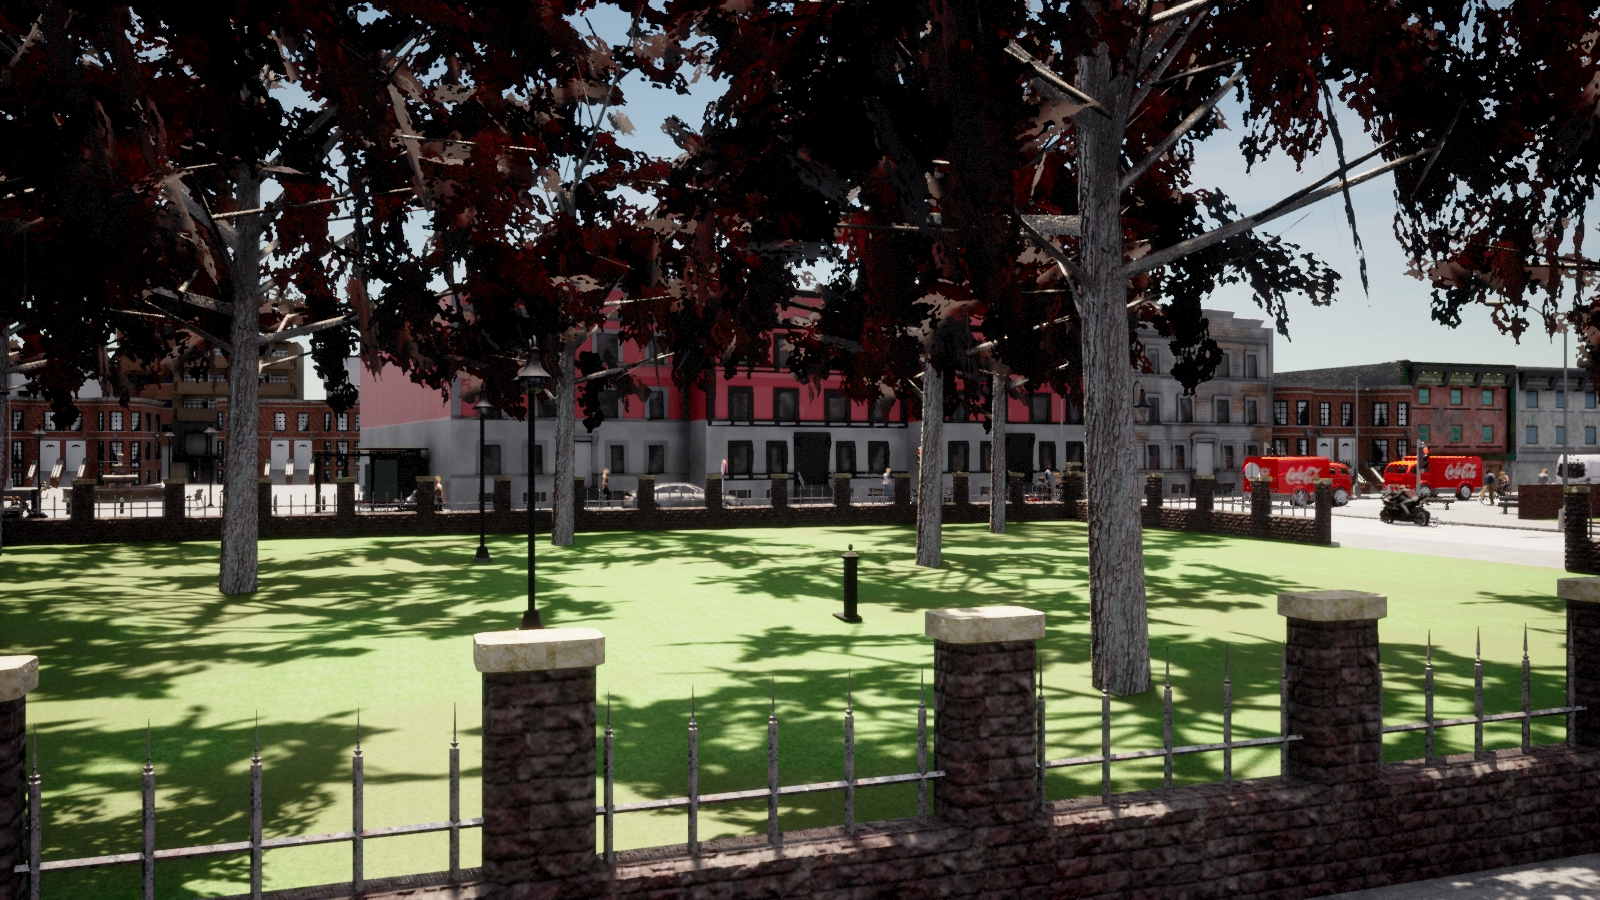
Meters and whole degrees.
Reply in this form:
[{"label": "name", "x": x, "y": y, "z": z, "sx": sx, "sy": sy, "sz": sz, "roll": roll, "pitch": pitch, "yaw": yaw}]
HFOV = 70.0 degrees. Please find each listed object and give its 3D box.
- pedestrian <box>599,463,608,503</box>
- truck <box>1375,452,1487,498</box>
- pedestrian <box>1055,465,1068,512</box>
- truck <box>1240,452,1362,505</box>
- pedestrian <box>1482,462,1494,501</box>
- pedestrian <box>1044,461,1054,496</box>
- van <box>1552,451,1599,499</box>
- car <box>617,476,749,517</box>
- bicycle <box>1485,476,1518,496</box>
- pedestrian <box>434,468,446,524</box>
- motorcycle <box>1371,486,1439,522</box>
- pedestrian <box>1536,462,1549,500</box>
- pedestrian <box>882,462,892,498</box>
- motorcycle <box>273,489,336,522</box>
[{"label": "pedestrian", "x": -9.221, "y": 1.524, "z": 53.638, "sx": 0.375, "sy": 1.860, "sz": 0.375, "roll": 0, "pitch": 0, "yaw": -18}, {"label": "truck", "x": 35.004, "y": 1.348, "z": 63.458, "sx": 5.204, "sy": 2.467, "sz": 2.627, "roll": 0, "pitch": 0, "yaw": -19}, {"label": "pedestrian", "x": 10.406, "y": 1.525, "z": 45.531, "sx": 0.375, "sy": 1.860, "sz": 0.375, "roll": 0, "pitch": 0, "yaw": -15}, {"label": "truck", "x": 24.642, "y": 1.349, "z": 56.190, "sx": 5.204, "sy": 2.467, "sz": 2.627, "roll": 0, "pitch": 0, "yaw": -22}, {"label": "pedestrian", "x": 32.959, "y": 1.517, "z": 54.733, "sx": 0.375, "sy": 1.860, "sz": 0.375, "roll": 0, "pitch": 0, "yaw": -19}, {"label": "pedestrian", "x": 13.397, "y": 1.524, "z": 61.446, "sx": 0.375, "sy": 1.860, "sz": 0.375, "roll": 0, "pitch": 0, "yaw": -20}, {"label": "van", "x": 44.321, "y": 1.314, "z": 62.553, "sx": 5.915, "sy": 2.561, "sz": 1.988, "roll": 0, "pitch": 0, "yaw": -18}, {"label": "car", "x": -4.678, "y": 1.827, "z": 45.707, "sx": 4.902, "sy": 1.511, "sz": 2.128, "roll": 0, "pitch": 0, "yaw": -19}, {"label": "bicycle", "x": 40.060, "y": 2.036, "z": 65.248, "sx": 1.487, "sy": 1.080, "sz": 0.859, "roll": 0, "pitch": 0, "yaw": -18}, {"label": "pedestrian", "x": -12.007, "y": 1.523, "z": 38.123, "sx": 0.375, "sy": 1.860, "sz": 0.375, "roll": 0, "pitch": 0, "yaw": -19}, {"label": "motorcycle", "x": 22.475, "y": 1.985, "z": 42.487, "sx": 0.867, "sy": 1.251, "sz": 2.209, "roll": 0, "pitch": 0, "yaw": -20}, {"label": "pedestrian", "x": 36.179, "y": 1.515, "z": 55.665, "sx": 0.375, "sy": 1.860, "sz": 0.375, "roll": 0, "pitch": 0, "yaw": -23}, {"label": "pedestrian", "x": 4.444, "y": 1.523, "z": 58.532, "sx": 0.375, "sy": 1.860, "sz": 0.375, "roll": 0, "pitch": 0, "yaw": -18}, {"label": "motorcycle", "x": -17.855, "y": 1.993, "z": 41.221, "sx": 2.033, "sy": 1.145, "sz": 0.803, "roll": 0, "pitch": 0, "yaw": -19}]
